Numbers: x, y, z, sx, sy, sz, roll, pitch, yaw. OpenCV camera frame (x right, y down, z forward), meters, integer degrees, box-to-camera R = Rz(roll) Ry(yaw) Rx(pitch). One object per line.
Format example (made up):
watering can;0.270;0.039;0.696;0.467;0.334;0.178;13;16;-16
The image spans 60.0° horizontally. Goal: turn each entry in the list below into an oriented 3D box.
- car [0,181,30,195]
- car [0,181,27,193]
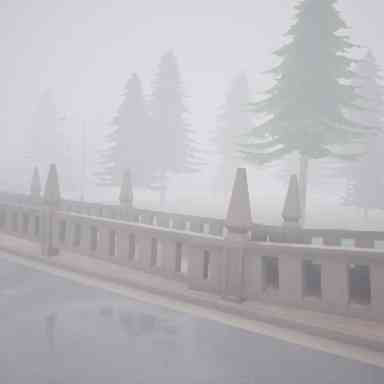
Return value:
car;-21.255;-0.474;37.414;1.882;1.535;5.008;4;3;37
car;-19.724;-0.386;33.466;2.097;1.767;4.553;4;3;38
